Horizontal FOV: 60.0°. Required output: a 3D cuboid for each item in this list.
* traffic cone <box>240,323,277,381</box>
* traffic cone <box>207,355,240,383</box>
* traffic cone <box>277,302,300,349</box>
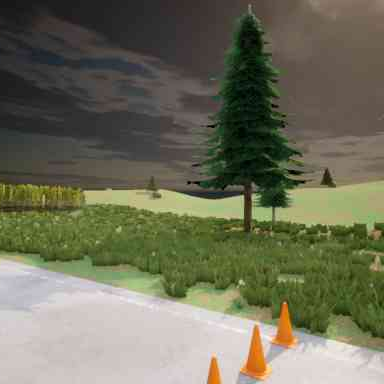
[{"bbox_3d":[0.810,1.955,4.184,0.340,0.580,0.340,0,0,36],"label":"traffic cone"},{"bbox_3d":[0.226,1.955,3.372,0.340,0.580,0.340,0,0,36],"label":"traffic cone"},{"bbox_3d":[1.395,1.955,4.995,0.340,0.580,0.340,0,0,36],"label":"traffic cone"}]
